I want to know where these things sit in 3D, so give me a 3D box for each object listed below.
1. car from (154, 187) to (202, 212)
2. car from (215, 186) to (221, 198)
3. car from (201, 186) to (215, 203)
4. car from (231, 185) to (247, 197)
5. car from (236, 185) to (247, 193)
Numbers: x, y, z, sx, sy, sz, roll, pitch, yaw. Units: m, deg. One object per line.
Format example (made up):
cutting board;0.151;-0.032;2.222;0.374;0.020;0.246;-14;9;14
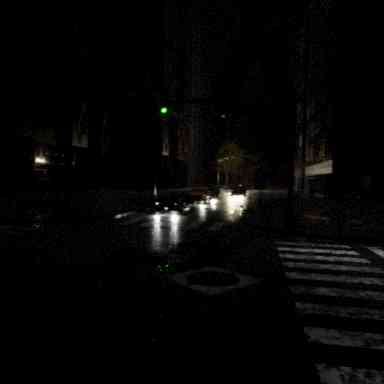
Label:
car;-1.036;0.626;24.587;2.033;1.411;5.357;2;2;14
car;2.762;-0.047;44.176;2.128;1.511;4.902;2;2;11
car;0.804;0.252;34.209;1.882;1.535;5.008;2;2;11
car;7.006;-0.291;49.704;2.097;1.767;4.553;2;2;9
car;9.573;-0.612;63.873;1.882;1.535;5.008;2;2;11
